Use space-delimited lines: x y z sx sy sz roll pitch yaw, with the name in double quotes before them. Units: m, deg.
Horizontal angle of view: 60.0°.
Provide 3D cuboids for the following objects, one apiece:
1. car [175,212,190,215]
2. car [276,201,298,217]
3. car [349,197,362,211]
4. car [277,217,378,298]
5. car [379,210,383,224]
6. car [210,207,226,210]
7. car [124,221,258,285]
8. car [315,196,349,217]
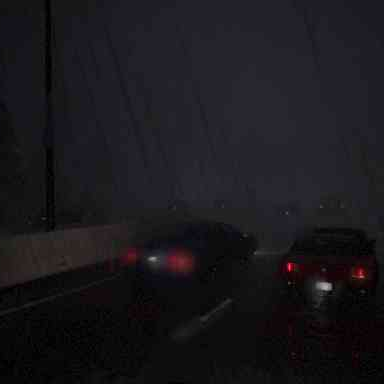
"car" -1.741 1.414 32.867 2.097 1.767 4.553 -1 0 16
"car" 8.794 1.514 30.770 1.895 1.301 4.718 -1 0 16
"car" 17.374 1.325 36.903 1.812 1.442 4.674 -1 0 12
"car" 3.649 1.560 8.542 1.895 1.301 4.718 -1 0 28
"car" 12.656 1.447 20.111 1.895 1.301 4.718 -1 0 21
"car" 3.266 1.506 38.296 1.837 1.490 4.892 -1 -1 12
"car" 0.316 1.554 9.675 2.033 1.411 5.357 -1 0 28
"car" 11.695 1.222 28.428 2.097 1.767 4.553 -1 0 17
